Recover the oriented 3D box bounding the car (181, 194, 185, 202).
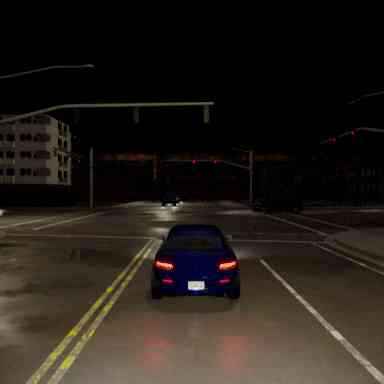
[{"bbox_3d":[-2.998,1.350,77.206,2.097,1.767,4.553,0,0,11],"label":"car"}]

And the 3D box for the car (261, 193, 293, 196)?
[{"bbox_3d":[9.317,1.293,37.830,4.553,1.767,2.097,0,0,3],"label":"car"}]

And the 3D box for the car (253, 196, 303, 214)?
[{"bbox_3d":[8.845,1.421,34.268,5.008,1.535,1.882,0,0,2],"label":"car"}]

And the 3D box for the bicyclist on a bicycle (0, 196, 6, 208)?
[{"bbox_3d":[-25.479,1.297,44.831,0.582,1.620,1.656,0,0,0],"label":"bicyclist on a bicycle"}]

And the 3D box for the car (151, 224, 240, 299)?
[{"bbox_3d":[0.077,1.525,8.312,1.812,1.442,4.674,0,0,0],"label":"car"}]

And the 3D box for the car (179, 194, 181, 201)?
[{"bbox_3d":[-3.611,1.522,65.348,1.812,1.442,4.674,0,0,1],"label":"car"}]

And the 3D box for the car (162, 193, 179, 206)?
[{"bbox_3d":[-3.636,1.218,53.985,2.150,2.045,5.566,0,0,-1],"label":"car"}]
